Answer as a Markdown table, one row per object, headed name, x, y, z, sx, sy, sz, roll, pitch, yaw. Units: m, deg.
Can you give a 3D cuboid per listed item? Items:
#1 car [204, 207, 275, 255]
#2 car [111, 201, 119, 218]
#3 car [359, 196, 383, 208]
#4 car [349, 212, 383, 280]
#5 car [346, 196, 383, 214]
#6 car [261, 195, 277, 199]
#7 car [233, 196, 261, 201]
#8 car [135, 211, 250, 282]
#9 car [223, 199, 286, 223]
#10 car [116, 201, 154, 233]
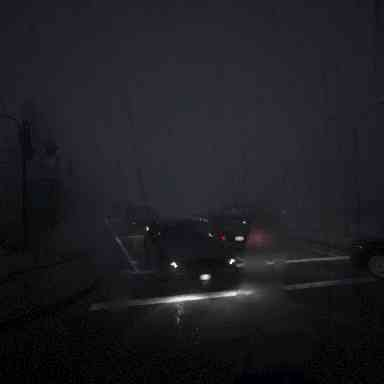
| name | x | y | z | sx | sy | sz | roll | pitch | yaw |
| --- | --- | --- | --- | --- | --- | --- | --- | --- | --- |
| car | 1.361 | 1.539 | 13.190 | 2.033 | 1.411 | 5.357 | 0 | 0 | -4 |
| car | -6.301 | 1.516 | 30.108 | 2.033 | 1.411 | 5.357 | 0 | 0 | -17 |
| car | 23.838 | 1.273 | 43.259 | 1.845 | 1.501 | 3.633 | 0 | 0 | -17 |
| car | 6.630 | 1.475 | 8.165 | 5.008 | 1.535 | 1.882 | 0 | 0 | 38 |
| car | 15.557 | 1.356 | 29.256 | 1.970 | 1.475 | 3.806 | 0 | 0 | -17 |
| car | 10.273 | 1.277 | 47.159 | 2.152 | 1.636 | 5.027 | 0 | 0 | -17 |
| car | 7.287 | 1.287 | 46.197 | 2.007 | 1.523 | 4.514 | 0 | 0 | -17 |
| car | -0.369 | 1.543 | 10.134 | 2.033 | 1.411 | 5.357 | 0 | 0 | -15 |
| car | 2.862 | 1.467 | 19.815 | 5.357 | 1.411 | 2.033 | -3 | 1 | -18 |
| car | -3.121 | 1.529 | 19.963 | 2.033 | 1.411 | 5.357 | 0 | 0 | -17 |
